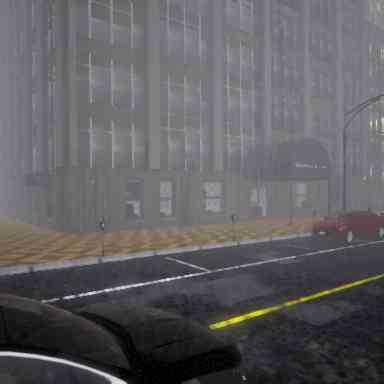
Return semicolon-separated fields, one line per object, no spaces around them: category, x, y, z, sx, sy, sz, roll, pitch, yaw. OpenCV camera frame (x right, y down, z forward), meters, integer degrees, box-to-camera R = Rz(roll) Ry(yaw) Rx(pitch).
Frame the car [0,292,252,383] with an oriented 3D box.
car;-1.704;1.506;2.218;4.892;1.490;1.837;0;0;-36

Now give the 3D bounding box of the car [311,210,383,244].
car;7.474;1.541;15.764;4.507;1.381;1.887;0;-1;-35
